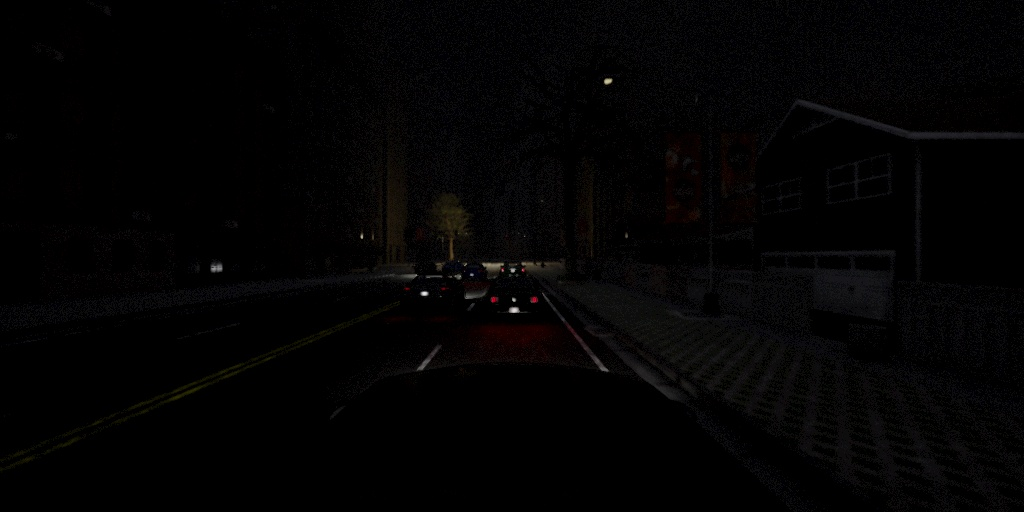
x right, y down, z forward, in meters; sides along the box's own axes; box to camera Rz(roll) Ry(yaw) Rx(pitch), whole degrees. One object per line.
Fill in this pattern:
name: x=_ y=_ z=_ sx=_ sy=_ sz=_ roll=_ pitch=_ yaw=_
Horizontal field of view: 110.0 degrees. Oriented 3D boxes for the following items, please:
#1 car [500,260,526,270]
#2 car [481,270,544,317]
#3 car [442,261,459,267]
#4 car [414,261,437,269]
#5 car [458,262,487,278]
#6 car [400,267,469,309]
car: x=0.076 y=1.143 z=29.352 sx=2.097 sy=1.767 sz=4.553 roll=0 pitch=0 yaw=0
car: x=0.079 y=1.374 z=13.234 sx=1.895 sy=1.301 sz=4.718 roll=0 pitch=0 yaw=0
car: x=-6.600 y=1.269 z=39.898 sx=1.882 sy=1.535 sz=5.008 roll=0 pitch=0 yaw=0
car: x=-9.847 y=1.296 z=41.189 sx=1.837 sy=1.490 sz=4.892 roll=0 pitch=0 yaw=0
car: x=-3.169 y=1.316 z=30.616 sx=1.812 sy=1.442 sz=4.674 roll=0 pitch=0 yaw=0
car: x=-3.167 y=1.339 z=15.008 sx=1.994 sy=1.385 sz=4.181 roll=0 pitch=0 yaw=0
